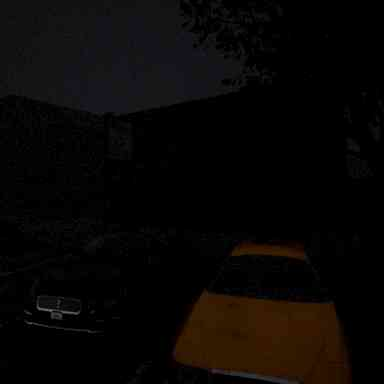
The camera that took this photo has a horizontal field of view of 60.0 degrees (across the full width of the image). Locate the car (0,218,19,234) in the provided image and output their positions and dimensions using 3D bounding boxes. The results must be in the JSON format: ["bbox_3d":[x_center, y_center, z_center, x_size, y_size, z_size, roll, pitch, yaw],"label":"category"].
[{"bbox_3d":[-8.550,1.528,12.209,2.002,1.452,4.674,1,-1,16],"label":"car"}]

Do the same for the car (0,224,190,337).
[{"bbox_3d":[-1.228,1.487,6.974,2.231,1.521,4.892,1,-1,16],"label":"car"}]

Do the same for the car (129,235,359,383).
[{"bbox_3d":[1.160,1.480,5.045,1.946,1.575,5.366,1,-1,16],"label":"car"}]
